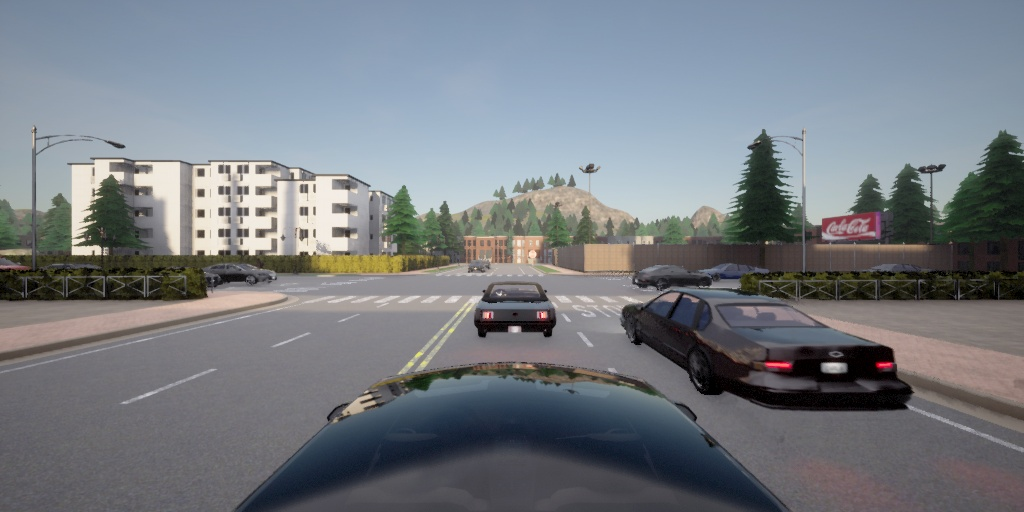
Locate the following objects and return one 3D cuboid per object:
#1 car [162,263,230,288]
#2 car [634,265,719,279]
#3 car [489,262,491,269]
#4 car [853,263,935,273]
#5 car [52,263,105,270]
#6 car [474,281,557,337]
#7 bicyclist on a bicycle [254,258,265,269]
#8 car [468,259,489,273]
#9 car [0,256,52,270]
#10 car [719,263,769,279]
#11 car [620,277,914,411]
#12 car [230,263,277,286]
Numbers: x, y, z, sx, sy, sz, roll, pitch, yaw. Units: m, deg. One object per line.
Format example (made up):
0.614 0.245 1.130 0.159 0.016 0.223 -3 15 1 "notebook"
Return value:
-19.882 1.314 21.421 4.181 1.385 1.994 0 0 0 "car"
9.516 1.276 21.420 4.674 1.442 1.812 0 -1 -14 "car"
-4.229 1.225 53.718 2.128 1.511 4.902 0 0 0 "car"
30.155 1.296 28.385 5.357 1.411 2.033 0 0 1 "car"
-30.106 1.240 24.900 4.902 1.511 2.128 0 0 0 "car"
0.079 1.351 10.231 1.895 1.301 4.718 0 0 0 "car"
-25.273 1.051 35.896 0.582 1.620 1.656 0 0 0 "bicyclist on a bicycle"
-4.227 1.238 43.403 1.837 1.490 4.892 0 0 0 "car"
-31.787 0.973 21.405 5.566 2.045 2.150 0 0 0 "car"
17.427 1.297 28.492 5.357 1.411 2.033 0 0 0 "car"
3.600 1.297 6.519 2.033 1.411 5.357 0 0 0 "car"
-19.105 1.241 24.971 4.902 1.511 2.128 0 0 -2 "car"
